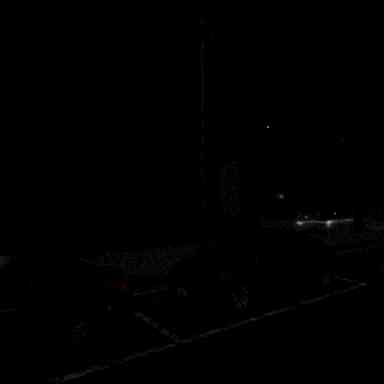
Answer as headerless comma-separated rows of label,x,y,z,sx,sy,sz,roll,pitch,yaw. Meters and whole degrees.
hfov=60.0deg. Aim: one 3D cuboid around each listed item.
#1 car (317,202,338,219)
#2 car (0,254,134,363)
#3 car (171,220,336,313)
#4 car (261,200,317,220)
car,10.293,1.478,29.143,1.837,1.490,4.892,0,1,-36
car,-2.855,1.582,4.498,4.206,1.307,1.802,0,0,-35
car,1.583,1.565,7.663,4.313,1.339,1.947,0,0,-35
car,7.249,1.529,27.799,2.033,1.411,5.357,0,0,-36
